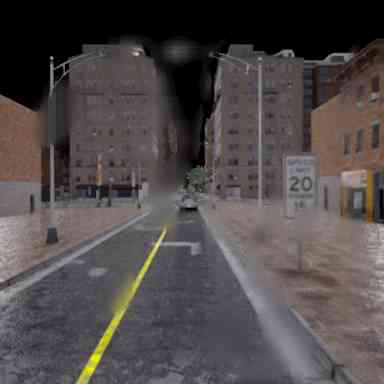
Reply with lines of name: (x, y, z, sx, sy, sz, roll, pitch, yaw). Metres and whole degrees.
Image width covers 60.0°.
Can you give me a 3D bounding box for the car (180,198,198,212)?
car: (-0.341, 1.360, 36.076, 1.994, 1.385, 4.181, 0, 0, -1)
